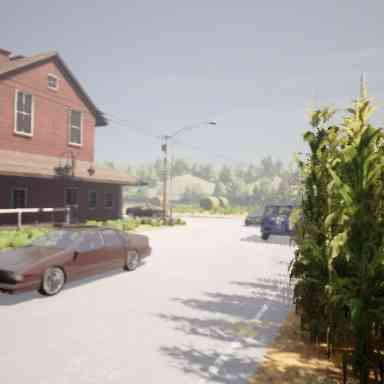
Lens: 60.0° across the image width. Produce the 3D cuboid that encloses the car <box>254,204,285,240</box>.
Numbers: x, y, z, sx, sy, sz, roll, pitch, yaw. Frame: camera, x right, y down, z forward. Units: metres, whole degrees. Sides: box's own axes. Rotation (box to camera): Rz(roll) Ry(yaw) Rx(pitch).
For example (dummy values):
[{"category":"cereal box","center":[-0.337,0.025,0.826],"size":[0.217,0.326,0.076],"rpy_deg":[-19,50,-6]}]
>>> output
[{"category":"car","center":[5.611,1.704,19.488],"size":[2.150,2.045,5.566],"rpy_deg":[0,-2,27]}]

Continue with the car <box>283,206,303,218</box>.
[{"category":"car","center":[13.413,2.596,43.945],"size":[1.837,1.490,4.892],"rpy_deg":[0,-1,26]}]

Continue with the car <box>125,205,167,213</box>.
[{"category":"car","center":[-4.830,2.120,35.350],"size":[4.902,1.511,2.128],"rpy_deg":[0,-1,25]}]

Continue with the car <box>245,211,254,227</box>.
[{"category":"car","center":[5.917,2.184,28.396],"size":[1.812,1.442,4.674],"rpy_deg":[0,-1,26]}]

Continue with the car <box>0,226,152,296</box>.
[{"category":"car","center":[-3.205,1.701,9.447],"size":[2.033,1.411,5.357],"rpy_deg":[0,-1,26]}]
